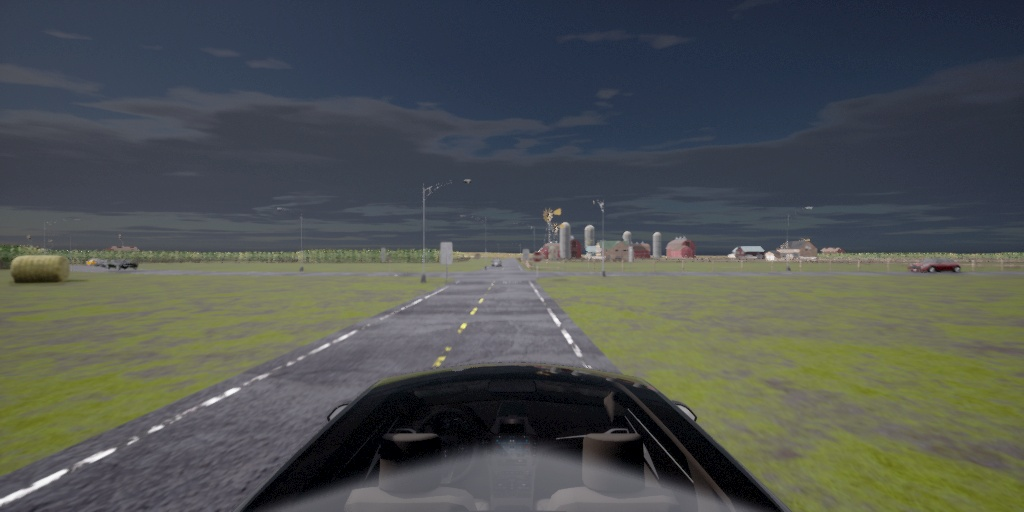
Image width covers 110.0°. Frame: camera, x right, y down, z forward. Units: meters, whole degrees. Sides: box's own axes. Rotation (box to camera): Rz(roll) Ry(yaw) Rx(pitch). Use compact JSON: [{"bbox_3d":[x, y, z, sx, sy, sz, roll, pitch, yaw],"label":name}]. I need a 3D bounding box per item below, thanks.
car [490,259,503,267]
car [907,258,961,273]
[{"bbox_3d":[-2.745,1.248,64.116,2.128,1.511,4.902,0,1,0],"label":"car"},{"bbox_3d":[49.348,1.049,41.989,4.553,1.767,2.097,0,1,-2],"label":"car"}]
